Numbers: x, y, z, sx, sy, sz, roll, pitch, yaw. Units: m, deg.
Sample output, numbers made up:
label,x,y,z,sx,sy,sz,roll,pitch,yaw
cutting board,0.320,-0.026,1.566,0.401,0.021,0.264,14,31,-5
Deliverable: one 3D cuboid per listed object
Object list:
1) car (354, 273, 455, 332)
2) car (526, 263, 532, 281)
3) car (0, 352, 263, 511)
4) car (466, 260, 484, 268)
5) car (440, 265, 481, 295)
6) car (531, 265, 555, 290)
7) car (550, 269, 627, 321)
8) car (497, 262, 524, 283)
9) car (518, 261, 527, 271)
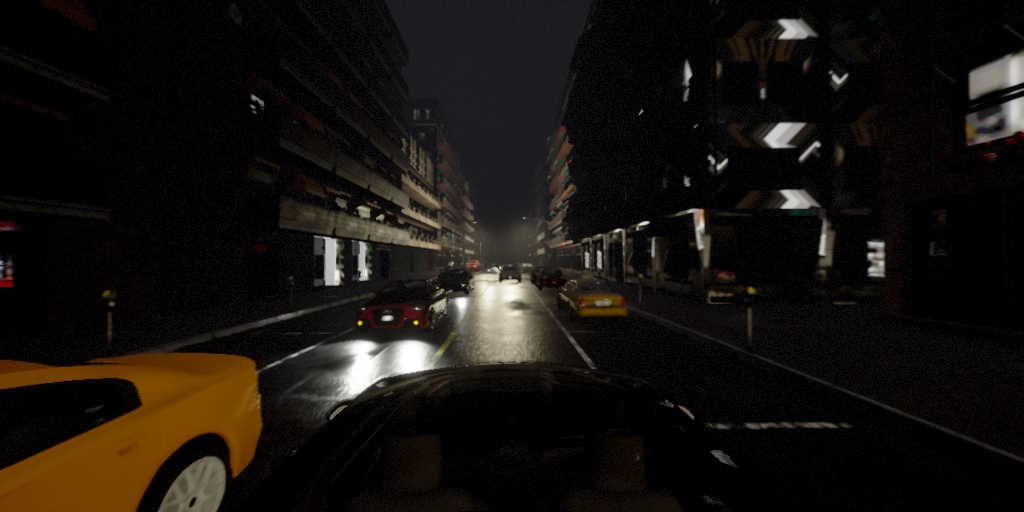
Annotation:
label,x,y,z,sx,sy,sz,roll,pitch,yaw
car,-3.162,1.404,11.077,1.994,1.385,4.181,0,0,0
car,2.450,1.524,29.483,1.888,1.381,4.507,0,0,-1
car,-3.069,1.237,0.986,1.882,1.535,5.008,0,-1,-1
car,-6.205,1.602,57.732,2.192,1.841,5.009,0,0,-1
car,-3.259,1.480,21.629,2.033,1.411,5.357,0,-1,0
car,2.505,1.471,23.822,1.888,1.381,4.507,0,0,-1
car,2.613,1.350,12.671,1.751,1.417,4.829,0,0,-1
car,-0.160,1.535,31.392,1.812,1.442,4.674,0,-1,0
car,2.231,1.745,52.131,2.007,1.370,4.403,0,0,-1
